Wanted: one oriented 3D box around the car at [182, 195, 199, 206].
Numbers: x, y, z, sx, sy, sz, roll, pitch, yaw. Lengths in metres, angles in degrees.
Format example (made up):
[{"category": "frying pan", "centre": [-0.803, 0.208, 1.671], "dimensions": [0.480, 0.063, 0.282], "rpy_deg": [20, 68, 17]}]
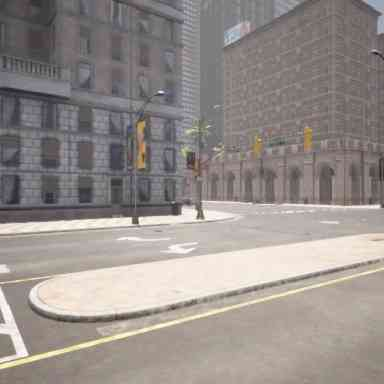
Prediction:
[{"category": "car", "centre": [-0.252, 1.492, 53.832], "dimensions": [2.128, 1.511, 4.902], "rpy_deg": [0, 0, -34]}]
